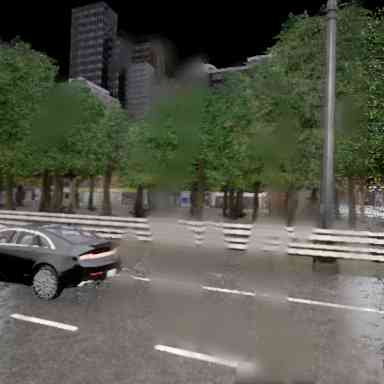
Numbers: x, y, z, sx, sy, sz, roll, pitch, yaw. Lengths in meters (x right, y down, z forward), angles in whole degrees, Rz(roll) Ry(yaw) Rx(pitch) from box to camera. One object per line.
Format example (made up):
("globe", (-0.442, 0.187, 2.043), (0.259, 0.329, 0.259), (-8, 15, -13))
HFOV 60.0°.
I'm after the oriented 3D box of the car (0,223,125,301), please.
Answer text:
("car", (-4.028, 1.541, 8.347), (4.902, 1.511, 2.128), (1, -1, 22))
